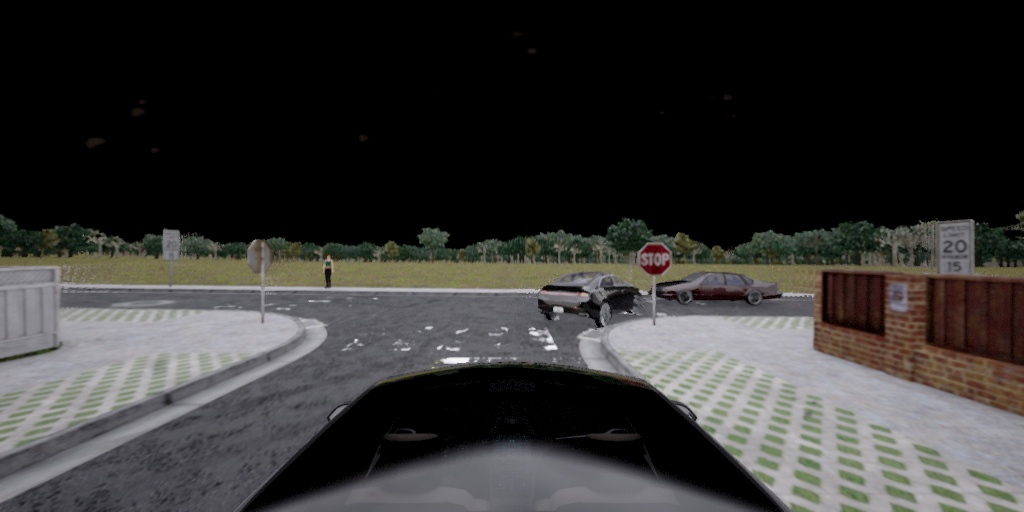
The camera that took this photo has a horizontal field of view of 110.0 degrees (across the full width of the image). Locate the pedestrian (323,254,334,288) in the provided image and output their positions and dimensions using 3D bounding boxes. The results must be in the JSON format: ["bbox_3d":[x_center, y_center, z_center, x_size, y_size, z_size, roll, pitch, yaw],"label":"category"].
[{"bbox_3d":[-9.711,0.780,18.950,0.375,1.860,0.375,0,-1,0],"label":"pedestrian"}]

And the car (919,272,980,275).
[{"bbox_3d":[19.415,1.474,16.237,4.902,1.511,2.128,1,0,0],"label":"car"}]

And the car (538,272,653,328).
[{"bbox_3d":[2.703,1.254,11.625,2.128,1.511,4.902,-1,-1,37],"label":"car"}]

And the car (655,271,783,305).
[{"bbox_3d":[9.036,1.408,16.171,5.357,1.411,2.033,1,0,0],"label":"car"}]
